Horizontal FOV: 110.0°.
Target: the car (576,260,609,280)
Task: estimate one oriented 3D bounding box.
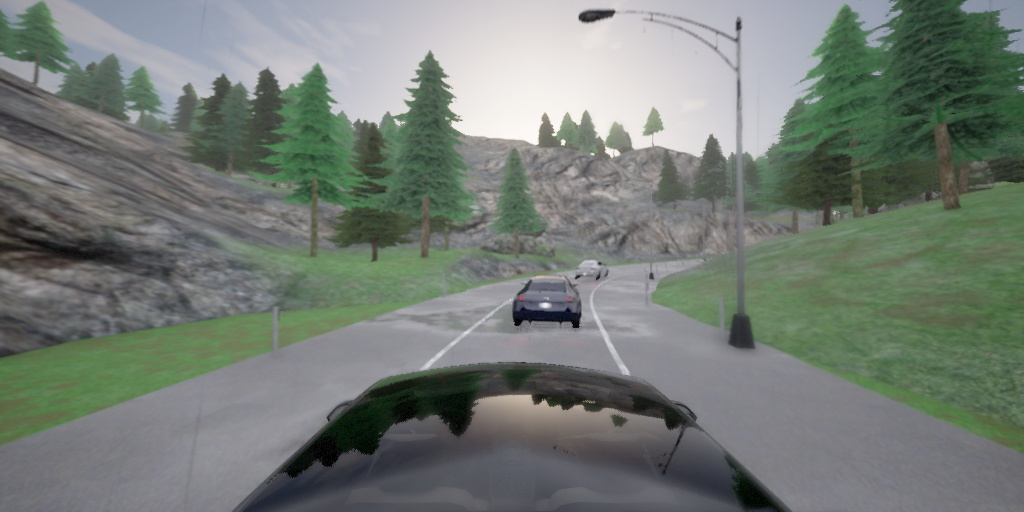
[{"bbox_3d":[6.337,1.044,28.352,1.812,1.442,4.674,0,1,26],"label":"car"}]

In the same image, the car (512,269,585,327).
[{"bbox_3d":[1.210,1.299,11.657,1.994,1.385,4.181,0,0,9],"label":"car"}]
